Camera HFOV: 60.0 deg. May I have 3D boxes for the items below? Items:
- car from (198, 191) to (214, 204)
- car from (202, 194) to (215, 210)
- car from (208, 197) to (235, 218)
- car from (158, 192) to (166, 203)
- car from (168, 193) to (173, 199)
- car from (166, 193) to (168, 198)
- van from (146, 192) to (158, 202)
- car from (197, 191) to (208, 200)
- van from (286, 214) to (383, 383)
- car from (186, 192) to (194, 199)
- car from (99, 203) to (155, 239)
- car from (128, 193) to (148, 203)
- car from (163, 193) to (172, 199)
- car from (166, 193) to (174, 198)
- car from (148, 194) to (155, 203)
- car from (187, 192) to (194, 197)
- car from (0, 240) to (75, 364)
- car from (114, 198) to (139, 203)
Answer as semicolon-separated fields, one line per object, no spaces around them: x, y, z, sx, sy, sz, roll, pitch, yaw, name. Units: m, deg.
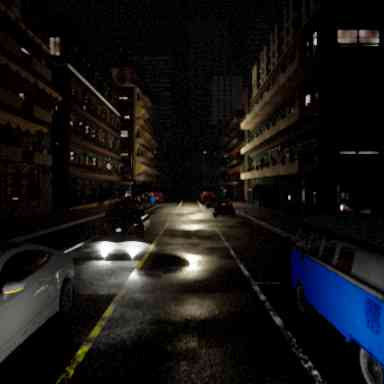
2.411;0.946;49.624;2.192;1.841;5.009;-1;0;0;car
2.474;1.237;38.591;1.752;1.417;4.829;-1;0;0;car
2.537;1.377;27.218;1.802;1.307;4.206;-1;0;0;car
-5.990;0.916;55.208;2.192;1.841;5.009;-1;0;0;car
-6.118;1.021;77.618;1.802;1.307;4.206;-1;0;0;car
-6.034;1.111;60.812;2.008;1.369;4.403;-1;0;0;car
-5.906;1.024;44.005;1.690;1.788;3.998;-1;0;0;van
2.289;0.783;72.031;2.192;1.841;5.009;-1;0;0;car
2.656;1.301;4.809;1.690;1.788;3.998;-1;0;0;van
-0.451;0.882;83.608;1.837;1.490;4.892;0;0;0;car
-3.174;1.446;16.416;1.994;1.385;4.181;0;0;0;car
-5.843;1.205;32.802;1.967;1.590;4.097;-1;0;0;car
-6.149;0.980;83.219;1.802;1.307;4.206;-1;0;0;car
-6.210;0.868;94.423;2.008;1.369;4.403;-1;0;0;car
-5.872;1.275;38.405;2.008;1.369;4.403;-1;0;0;car
-0.507;0.715;93.844;1.837;1.490;4.892;0;0;0;car
-3.104;1.495;4.642;1.812;1.442;4.674;0;0;-1;car
-5.810;1.388;27.202;1.802;1.307;4.206;-1;0;0;car
